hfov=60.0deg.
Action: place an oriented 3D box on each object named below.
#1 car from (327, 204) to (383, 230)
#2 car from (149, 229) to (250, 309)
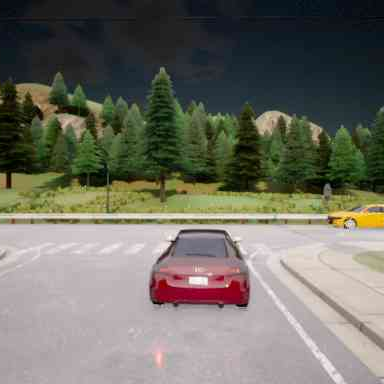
[{"bbox_3d":[10.946,1.496,20.462,5.008,1.535,1.882,0,0,1],"label":"car"},{"bbox_3d":[0.264,1.572,8.015,1.994,1.385,4.181,0,0,4],"label":"car"}]
